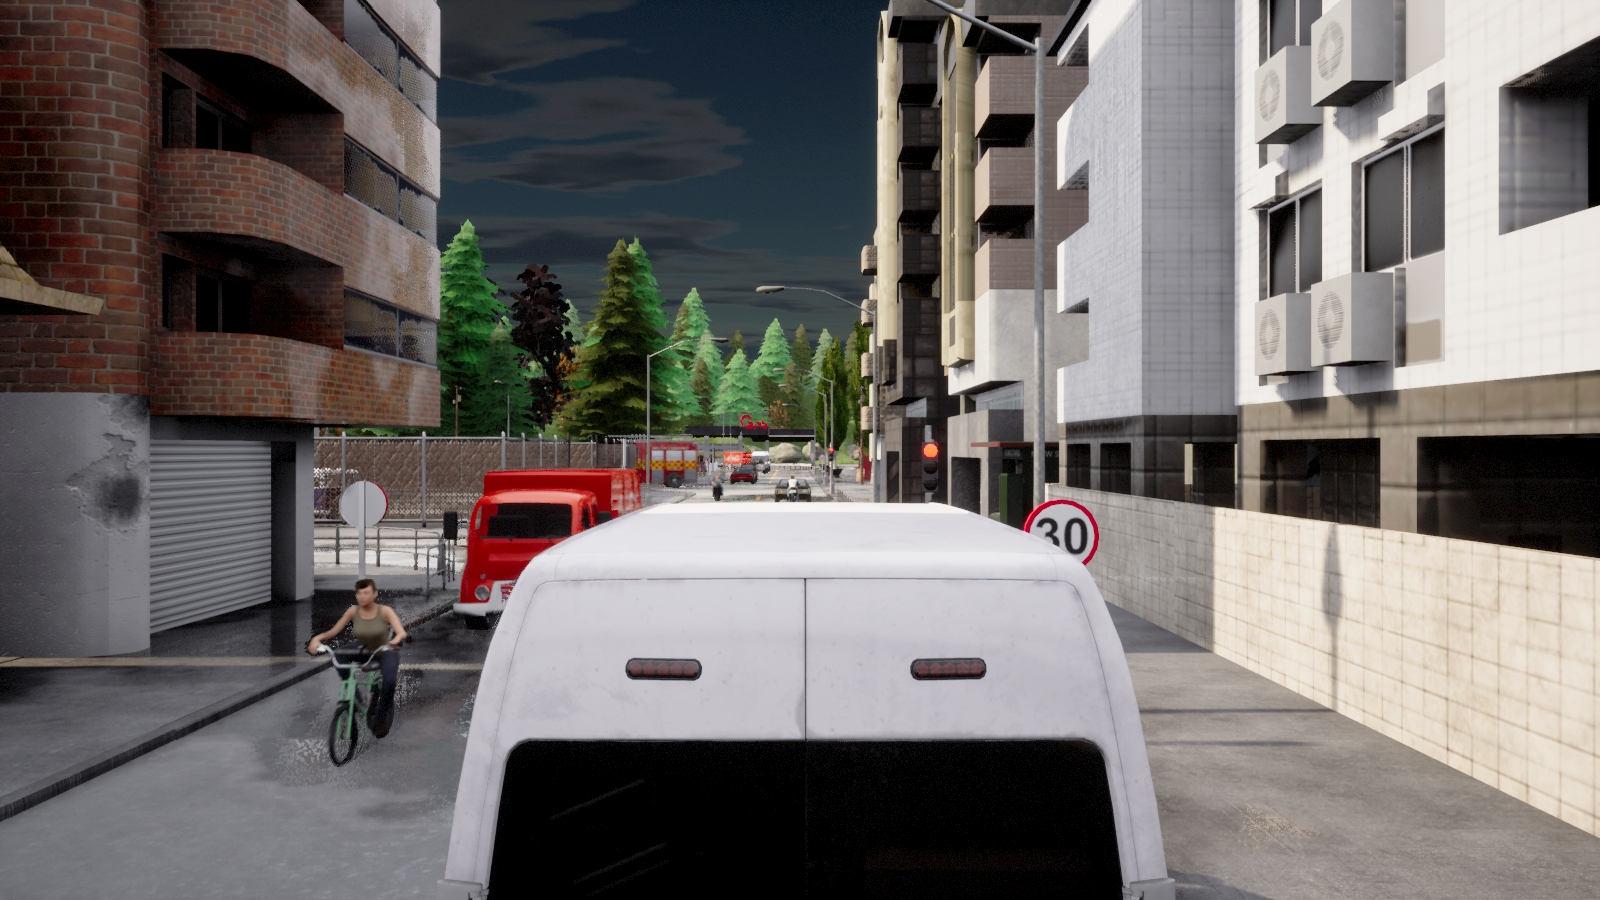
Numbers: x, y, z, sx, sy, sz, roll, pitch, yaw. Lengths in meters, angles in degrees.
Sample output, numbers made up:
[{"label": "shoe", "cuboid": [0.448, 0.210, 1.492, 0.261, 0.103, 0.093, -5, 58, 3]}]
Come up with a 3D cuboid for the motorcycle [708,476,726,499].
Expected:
[{"label": "motorcycle", "cuboid": [-4.393, 1.969, 60.711, 0.803, 1.145, 2.033, 0, 0, 0]}]

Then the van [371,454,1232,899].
[{"label": "van", "cuboid": [-0.009, 1.312, 5.597, 1.988, 2.561, 5.915, 0, 0, 0]}]

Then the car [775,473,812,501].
[{"label": "car", "cuboid": [-0.339, 1.912, 60.159, 1.895, 1.301, 4.718, 0, 0, 0]}]

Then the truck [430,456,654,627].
[{"label": "truck", "cuboid": [-4.083, 1.340, 19.228, 2.627, 2.467, 5.204, 0, 0, 0]}]

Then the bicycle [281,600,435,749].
[{"label": "bicycle", "cuboid": [-4.045, 2.032, 10.587, 0.859, 1.080, 1.487, 0, 0, 0]}]
